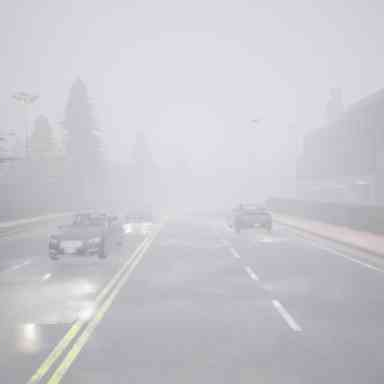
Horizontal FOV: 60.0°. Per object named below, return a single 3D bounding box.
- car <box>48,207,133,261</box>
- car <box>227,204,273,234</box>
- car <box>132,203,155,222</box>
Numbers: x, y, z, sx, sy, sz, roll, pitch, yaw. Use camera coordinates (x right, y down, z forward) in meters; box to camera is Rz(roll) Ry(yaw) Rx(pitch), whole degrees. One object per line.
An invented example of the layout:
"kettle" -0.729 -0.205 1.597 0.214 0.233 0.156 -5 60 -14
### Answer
"car" -3.827 1.543 12.767 2.128 1.511 4.902 -1 0 -1
"car" 3.125 1.400 18.654 2.128 1.511 4.902 -1 0 -1
"car" -4.028 1.595 26.366 1.994 1.385 4.181 -1 0 -1
